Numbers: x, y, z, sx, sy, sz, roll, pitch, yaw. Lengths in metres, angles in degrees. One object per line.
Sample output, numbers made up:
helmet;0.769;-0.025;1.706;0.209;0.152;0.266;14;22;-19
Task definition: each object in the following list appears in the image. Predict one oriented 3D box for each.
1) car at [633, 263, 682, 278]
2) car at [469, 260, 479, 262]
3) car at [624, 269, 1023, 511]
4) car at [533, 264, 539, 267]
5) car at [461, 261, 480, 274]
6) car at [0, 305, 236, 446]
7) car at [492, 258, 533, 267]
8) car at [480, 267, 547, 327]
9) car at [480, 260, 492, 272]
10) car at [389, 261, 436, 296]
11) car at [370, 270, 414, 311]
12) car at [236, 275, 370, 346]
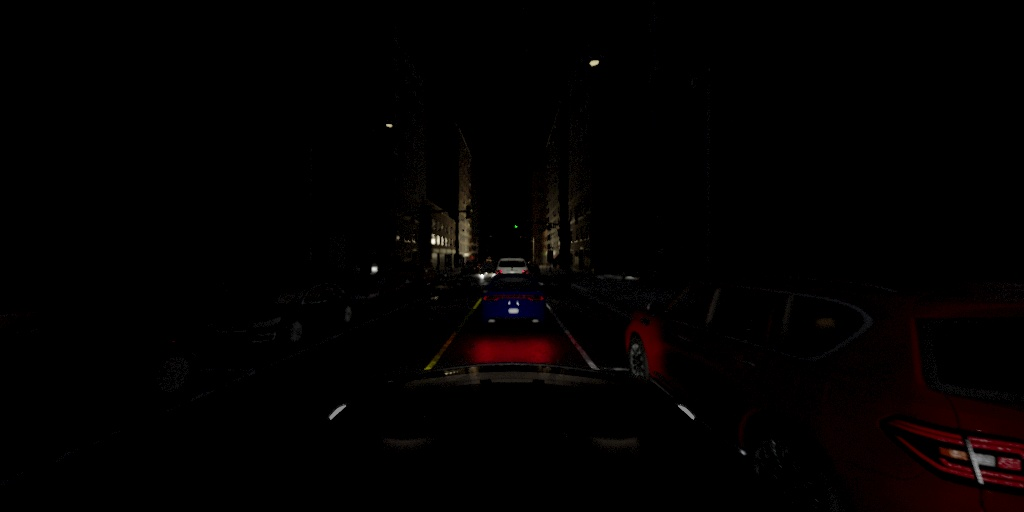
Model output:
car;14.633;1.485;36.208;4.181;1.385;1.994;0;0;0
car;-5.742;1.518;53.146;2.192;1.841;5.009;0;0;0
car;2.854;1.082;3.871;2.192;1.841;5.009;0;0;0
car;2.791;1.732;47.621;1.802;1.307;4.207;0;0;0
car;-5.734;1.732;47.582;1.802;1.307;4.207;0;0;0
car;-5.671;1.312;3.836;1.888;1.381;4.507;0;0;0
car;0.018;1.159;24.307;2.150;2.045;5.566;0;-1;0
car;0.053;1.312;11.979;1.882;1.535;5.008;0;0;0
car;-3.167;1.681;48.130;1.812;1.442;4.674;0;-1;-3
car;-5.695;1.221;20.583;2.192;1.841;5.009;0;0;0
car;-5.687;1.441;15.001;1.802;1.307;4.207;0;0;0
car;-5.679;1.363;9.418;2.007;1.370;4.403;0;0;0
